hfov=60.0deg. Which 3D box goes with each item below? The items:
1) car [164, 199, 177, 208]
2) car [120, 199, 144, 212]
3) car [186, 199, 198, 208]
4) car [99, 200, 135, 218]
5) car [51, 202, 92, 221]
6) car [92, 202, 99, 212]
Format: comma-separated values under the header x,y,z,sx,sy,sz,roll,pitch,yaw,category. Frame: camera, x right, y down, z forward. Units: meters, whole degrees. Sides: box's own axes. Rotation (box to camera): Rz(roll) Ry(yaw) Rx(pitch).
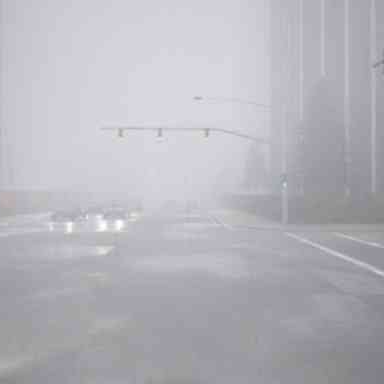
x,y,z,sx,sy,sz,roll,pitch,yaw,category
-3.509,1.773,53.341,2.033,1.411,5.357,0,0,0,car
-7.093,1.671,41.255,2.128,1.511,4.902,0,0,0,car
-0.009,1.770,53.341,2.033,1.411,5.357,0,0,0,car
-7.105,1.743,31.926,1.895,1.301,4.718,0,0,0,car
-10.605,1.659,29.116,1.812,1.442,4.674,0,0,0,car
-10.599,1.771,38.218,1.895,1.301,4.718,0,0,0,car
